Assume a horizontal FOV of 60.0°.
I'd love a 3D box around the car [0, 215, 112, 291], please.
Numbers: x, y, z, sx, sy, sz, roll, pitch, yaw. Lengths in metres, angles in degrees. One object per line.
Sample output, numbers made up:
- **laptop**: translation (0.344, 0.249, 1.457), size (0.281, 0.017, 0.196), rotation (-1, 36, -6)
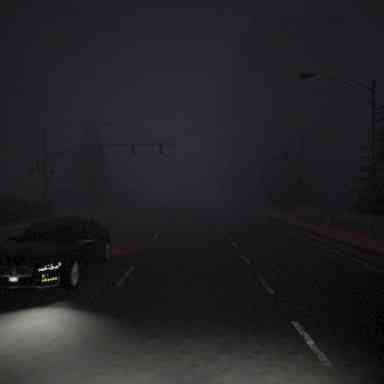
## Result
- **car**: translation (-3.552, 1.461, 9.076), size (1.837, 1.490, 4.892), rotation (0, 1, 0)
